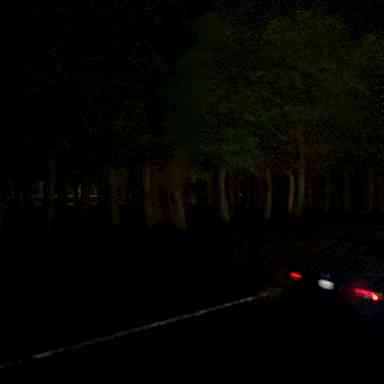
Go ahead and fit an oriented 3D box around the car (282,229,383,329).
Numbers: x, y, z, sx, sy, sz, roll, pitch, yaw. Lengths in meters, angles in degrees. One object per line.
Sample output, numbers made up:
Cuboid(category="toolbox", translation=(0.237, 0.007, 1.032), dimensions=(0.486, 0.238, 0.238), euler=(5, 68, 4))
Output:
Cuboid(category="car", translation=(4.158, 1.489, 6.710), dimensions=(5.357, 1.411, 2.033), euler=(-1, 0, -35))
